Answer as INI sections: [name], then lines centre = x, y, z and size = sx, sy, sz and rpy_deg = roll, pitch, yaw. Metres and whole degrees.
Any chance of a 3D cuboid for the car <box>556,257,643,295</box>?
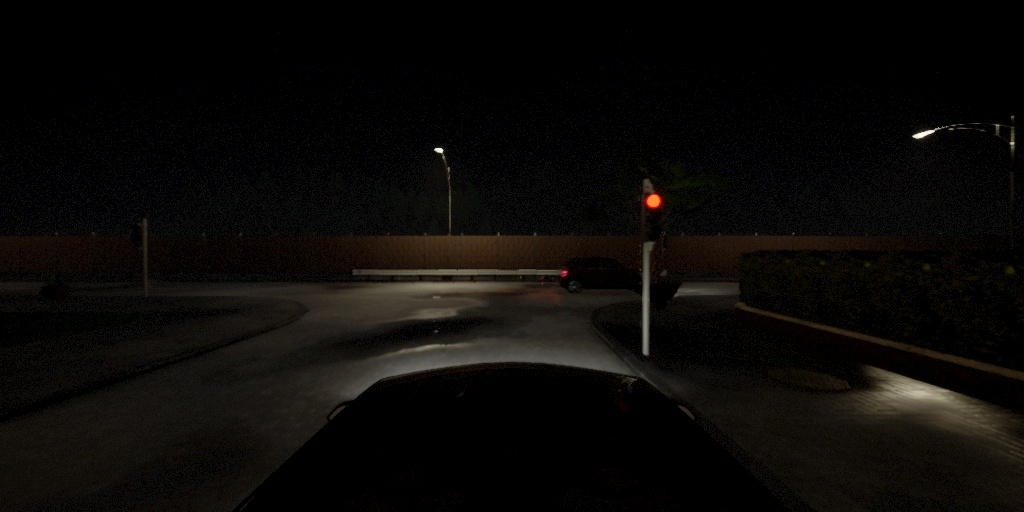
[car]
centre = 4.452, 0.809, 17.224
size = 4.553, 1.767, 2.097
rpy_deg = 0, 1, 0
